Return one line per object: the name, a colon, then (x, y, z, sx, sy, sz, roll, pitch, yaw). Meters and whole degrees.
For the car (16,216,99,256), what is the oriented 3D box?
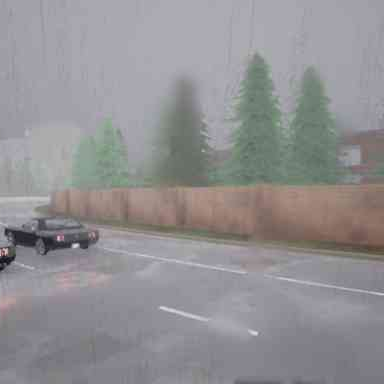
car: (-5.806, 1.640, 13.432, 4.718, 1.301, 1.895, 0, 0, 43)

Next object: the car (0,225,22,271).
car: (-7.079, 1.635, 9.866, 4.718, 1.301, 1.895, 0, 0, 42)
